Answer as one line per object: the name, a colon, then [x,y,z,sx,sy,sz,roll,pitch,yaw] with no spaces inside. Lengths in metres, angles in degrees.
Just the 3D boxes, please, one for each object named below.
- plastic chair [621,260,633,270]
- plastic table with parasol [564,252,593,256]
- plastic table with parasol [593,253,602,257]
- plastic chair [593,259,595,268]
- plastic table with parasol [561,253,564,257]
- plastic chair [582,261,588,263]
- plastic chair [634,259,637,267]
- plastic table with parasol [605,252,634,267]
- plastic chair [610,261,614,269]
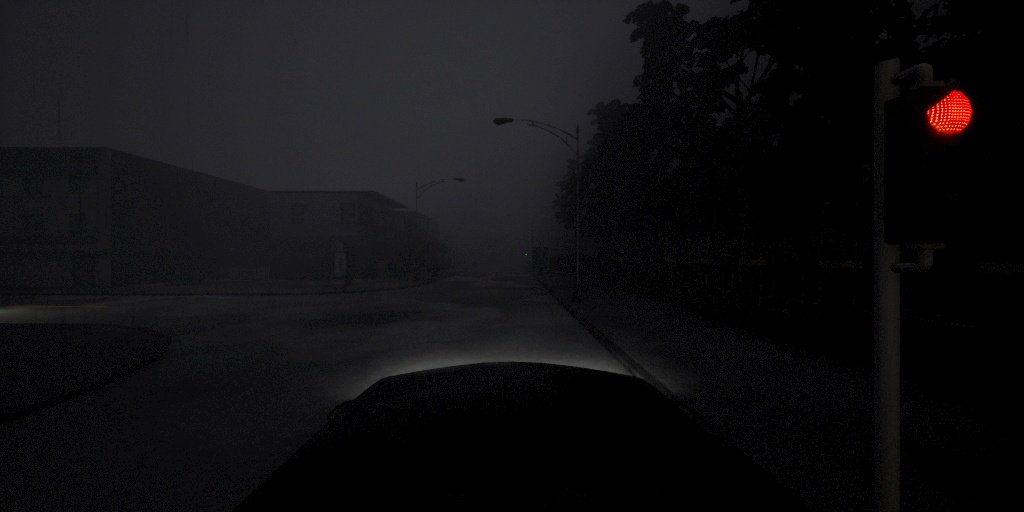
plastic chair: [16.056,1.296,50.192,0.750,1.272,0.730,0,0,-40]
plastic table with parasol: [10.007,0.684,53.933,2.482,2.480,2.482,0,0,-40]
plastic table with parasol: [14.707,0.673,59.405,2.482,2.480,2.482,0,0,-42]
plastic chair: [13.755,1.304,58.518,0.730,1.272,0.750,0,0,-35]
plastic table with parasol: [10.723,0.705,62.374,2.482,2.480,2.482,0,0,-40]
plastic chair: [10.738,1.310,52.936,0.750,1.272,0.730,0,0,-40]
plastic chair: [18.680,1.161,54.638,0.750,1.272,0.730,0,0,-39]
plastic table with parasol: [15.324,0.694,51.191,2.482,2.480,2.482,0,0,-40]
plastic chair: [14.350,1.306,50.290,0.730,1.272,0.750,0,0,-35]
